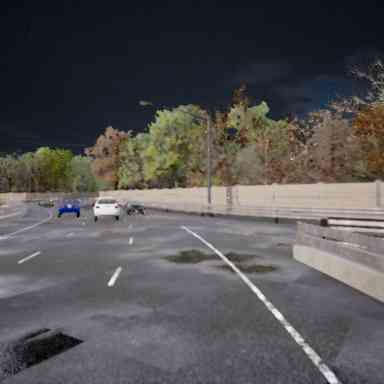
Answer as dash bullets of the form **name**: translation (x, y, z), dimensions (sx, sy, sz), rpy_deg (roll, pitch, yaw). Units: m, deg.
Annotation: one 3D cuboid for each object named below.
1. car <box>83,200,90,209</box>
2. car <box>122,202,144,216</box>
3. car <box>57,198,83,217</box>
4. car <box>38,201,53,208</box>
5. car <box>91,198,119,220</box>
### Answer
- **car**: translation (-19.878, 2.178, 57.707), dimensions (2.033, 1.411, 5.357), rpy_deg (0, -1, -33)
- **car**: translation (-6.915, 1.880, 38.539), dimensions (1.837, 1.490, 4.892), rpy_deg (1, -1, -21)
- **car**: translation (-13.638, 1.631, 36.849), dimensions (2.150, 2.045, 5.566), rpy_deg (0, -1, -21)
- **car**: translation (-27.872, 2.335, 63.094), dimensions (1.895, 1.301, 4.718), rpy_deg (0, -1, -36)
- **car**: translation (-8.297, 1.551, 31.968), dimensions (2.150, 2.045, 5.566), rpy_deg (0, -1, -17)
